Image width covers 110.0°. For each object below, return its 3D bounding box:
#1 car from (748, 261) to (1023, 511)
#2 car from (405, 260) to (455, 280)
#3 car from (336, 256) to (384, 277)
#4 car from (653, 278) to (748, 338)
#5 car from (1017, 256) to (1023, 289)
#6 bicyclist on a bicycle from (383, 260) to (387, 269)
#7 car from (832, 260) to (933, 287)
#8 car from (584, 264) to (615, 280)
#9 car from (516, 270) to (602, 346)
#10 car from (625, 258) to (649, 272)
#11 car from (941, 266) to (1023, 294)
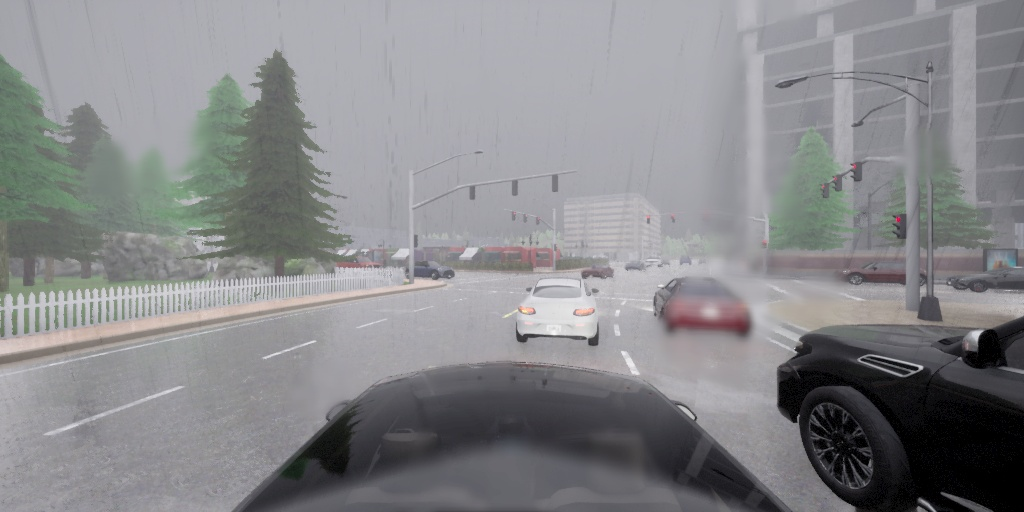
[{"bbox_3d":[3.737,0.971,1.199,2.150,2.045,5.566,0,0,0],"label":"car"},{"bbox_3d":[-7.306,1.157,31.952,4.553,1.767,2.097,0,0,30],"label":"car"},{"bbox_3d":[-15.646,1.027,36.692,5.566,2.045,2.150,0,0,30],"label":"car"},{"bbox_3d":[5.301,1.314,10.427,1.994,1.385,4.181,0,0,17],"label":"car"},{"bbox_3d":[34.261,1.027,20.651,5.566,2.045,2.150,0,0,30],"label":"car"},{"bbox_3d":[-15.714,1.258,44.291,0.582,1.620,1.656,0,0,-22],"label":"bicyclist on a bicycle"},{"bbox_3d":[25.926,1.157,25.385,4.553,1.767,2.097,0,0,30],"label":"car"},{"bbox_3d":[7.631,1.395,31.785,1.895,1.301,4.718,0,0,29],"label":"car"},{"bbox_3d":[1.279,1.276,9.421,1.812,1.442,4.674,0,0,11],"label":"car"},{"bbox_3d":[16.307,1.297,47.327,2.033,1.411,5.357,0,0,29],"label":"car"},{"bbox_3d":[28.011,1.331,20.151,4.674,1.442,1.812,0,0,29],"label":"car"}]
